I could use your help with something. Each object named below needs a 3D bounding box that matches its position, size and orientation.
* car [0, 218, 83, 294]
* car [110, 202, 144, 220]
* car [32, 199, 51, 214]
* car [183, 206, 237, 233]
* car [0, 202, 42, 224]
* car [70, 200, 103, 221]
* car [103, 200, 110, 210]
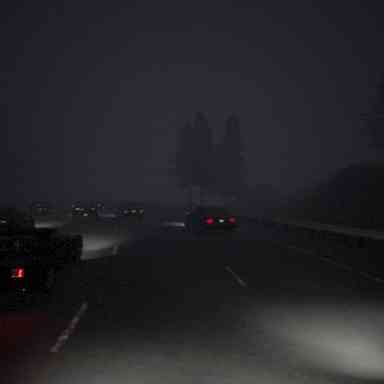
[{"bbox_3d":[-4.193,1.600,8.606,1.895,1.301,4.718,0,0,-6],"label":"car"},{"bbox_3d":[-5.341,1.535,27.973,2.033,1.411,5.357,0,0,-20],"label":"car"},{"bbox_3d":[-15.574,1.486,34.066,2.128,1.511,4.902,0,0,-25],"label":"car"},{"bbox_3d":[0.898,1.534,19.528,2.033,1.411,5.357,0,0,-14],"label":"car"},{"bbox_3d":[-9.184,1.491,16.332,2.128,1.511,4.902,0,0,-13],"label":"car"},{"bbox_3d":[-8.659,1.484,26.744,2.128,1.511,4.902,0,0,-20],"label":"car"},{"bbox_3d":[-11.430,1.587,41.444,1.895,1.301,4.718,0,0,-27],"label":"car"}]
